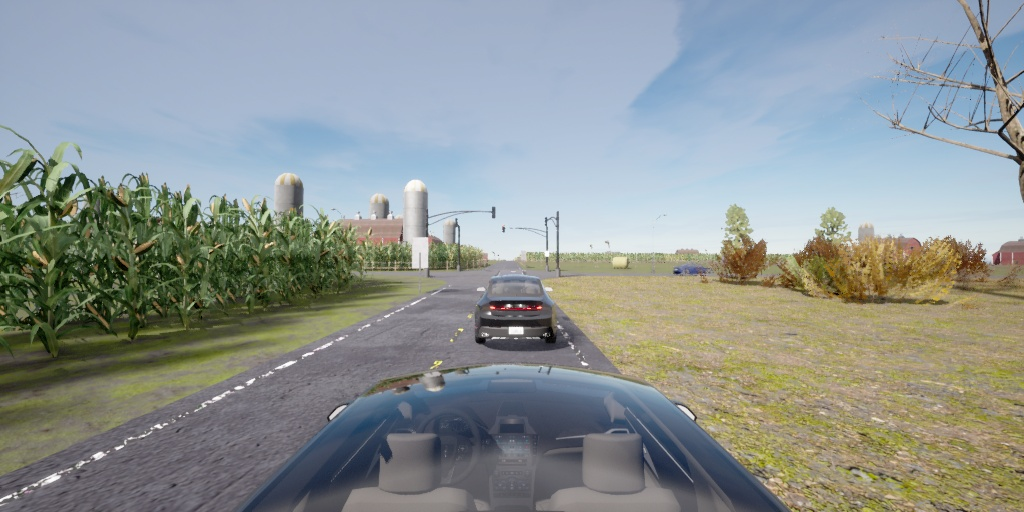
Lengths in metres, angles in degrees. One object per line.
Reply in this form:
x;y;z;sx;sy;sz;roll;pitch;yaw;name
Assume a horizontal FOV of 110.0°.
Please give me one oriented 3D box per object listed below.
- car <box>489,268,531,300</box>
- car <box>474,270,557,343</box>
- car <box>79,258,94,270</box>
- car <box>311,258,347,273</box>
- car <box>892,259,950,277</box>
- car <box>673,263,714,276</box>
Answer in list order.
0.030;1.360;18.801;1.895;1.301;4.718;0;0;4;car
0.078;1.259;9.649;1.837;1.490;4.892;0;0;0;car
-42.467;0.949;36.387;5.357;1.411;2.033;0;-1;-3;car
-19.787;0.931;37.635;4.553;1.767;2.097;0;-1;-3;car
48.267;1.422;42.402;5.566;2.045;2.150;0;-1;-5;car
20.347;1.493;40.258;4.181;1.385;1.994;0;-1;-4;car
